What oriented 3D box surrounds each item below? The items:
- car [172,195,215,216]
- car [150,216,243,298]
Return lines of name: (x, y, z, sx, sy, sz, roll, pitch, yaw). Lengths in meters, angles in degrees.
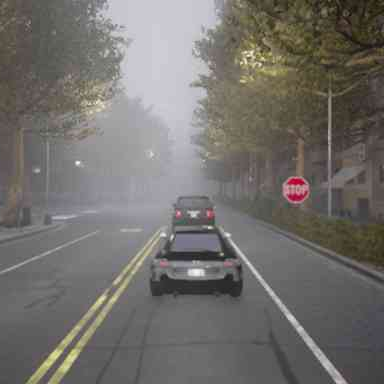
car: (0.071, 1.173, 18.096, 2.150, 2.045, 5.566, 0, 0, 0)
car: (0.096, 1.541, 8.510, 1.994, 1.385, 4.181, 0, 0, 0)
